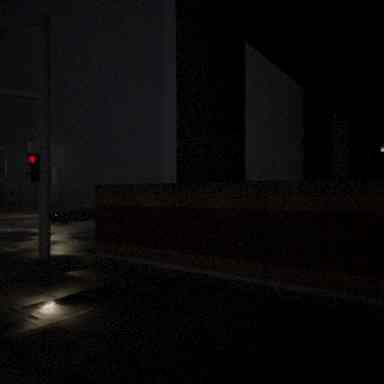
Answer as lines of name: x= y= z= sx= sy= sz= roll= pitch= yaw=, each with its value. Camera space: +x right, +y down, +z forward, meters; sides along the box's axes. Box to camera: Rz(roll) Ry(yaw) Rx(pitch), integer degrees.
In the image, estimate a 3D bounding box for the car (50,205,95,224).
car: x=-8.918 y=1.698 z=25.596 sx=1.895 sy=1.301 sz=4.718 roll=0 pitch=0 yaw=36
